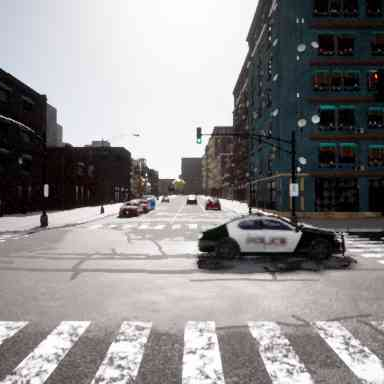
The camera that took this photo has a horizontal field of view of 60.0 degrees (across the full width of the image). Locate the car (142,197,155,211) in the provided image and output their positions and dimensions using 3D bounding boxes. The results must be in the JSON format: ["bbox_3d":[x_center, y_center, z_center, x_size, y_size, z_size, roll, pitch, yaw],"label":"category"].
[{"bbox_3d":[-5.682,1.554,37.396,1.887,1.381,4.507,1,0,0],"label":"car"}]

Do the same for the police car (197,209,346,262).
[{"bbox_3d":[2.647,1.512,11.619,4.974,1.542,2.038,0,0,1],"label":"police car"}]

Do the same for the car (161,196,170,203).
[{"bbox_3d":[-5.687,1.601,71.516,1.802,1.307,4.206,1,0,0],"label":"car"}]

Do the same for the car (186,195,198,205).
[{"bbox_3d":[-0.009,1.579,59.801,1.994,1.385,4.181,0,0,0],"label":"car"}]

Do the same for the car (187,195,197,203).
[{"bbox_3d":[-0.010,1.376,69.811,2.128,1.511,4.902,0,0,0],"label":"car"}]

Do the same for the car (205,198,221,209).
[{"bbox_3d":[2.699,1.450,43.145,1.967,1.590,4.097,1,0,0],"label":"car"}]

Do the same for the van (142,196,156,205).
[{"bbox_3d":[-5.679,1.352,43.083,1.690,1.788,3.998,1,0,0],"label":"van"}]

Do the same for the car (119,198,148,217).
[{"bbox_3d":[-5.758,1.552,31.714,1.887,1.381,4.507,1,0,0],"label":"car"}]
